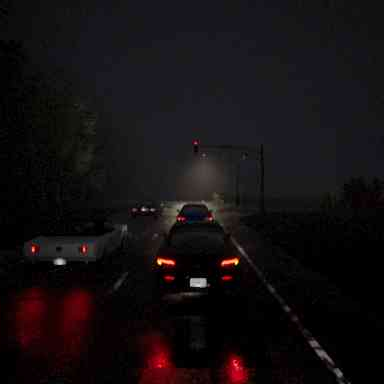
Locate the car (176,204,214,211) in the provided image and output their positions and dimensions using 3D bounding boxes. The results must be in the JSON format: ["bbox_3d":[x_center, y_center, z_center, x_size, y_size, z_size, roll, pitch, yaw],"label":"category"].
[{"bbox_3d":[0.140,1.324,17.120,1.812,1.442,4.674,0,1,0],"label":"car"}]

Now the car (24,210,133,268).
[{"bbox_3d":[-3.373,1.473,10.738,1.895,1.301,4.718,0,1,0],"label":"car"}]

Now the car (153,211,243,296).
[{"bbox_3d":[0.119,1.428,8.247,1.812,1.442,4.674,0,1,0],"label":"car"}]

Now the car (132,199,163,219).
[{"bbox_3d":[-3.338,1.249,25.356,2.033,1.411,5.357,0,1,0],"label":"car"}]
